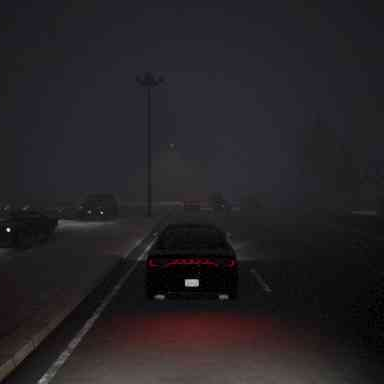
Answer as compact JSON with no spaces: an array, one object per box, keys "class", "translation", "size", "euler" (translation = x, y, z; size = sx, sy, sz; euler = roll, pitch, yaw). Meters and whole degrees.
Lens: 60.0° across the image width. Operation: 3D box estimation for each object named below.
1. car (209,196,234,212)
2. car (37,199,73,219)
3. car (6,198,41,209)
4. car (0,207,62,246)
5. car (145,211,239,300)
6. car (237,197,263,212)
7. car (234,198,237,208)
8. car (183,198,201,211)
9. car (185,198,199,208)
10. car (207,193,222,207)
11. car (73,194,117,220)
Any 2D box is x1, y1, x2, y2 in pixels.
[{"class":"car","translation":[3.484,1.564,39.467],"size":[1.994,1.385,4.181],"euler":[0,0,0]},{"class":"car","translation":[-11.522,1.526,29.487],"size":[1.812,1.442,4.674],"euler":[0,0,0]},{"class":"car","translation":[-15.025,1.353,30.431],"size":[2.097,1.767,4.553],"euler":[0,0,0]},{"class":"car","translation":[-8.069,1.601,15.504],"size":[1.895,1.301,4.718],"euler":[0,0,0]},{"class":"car","translation":[-0.004,1.478,8.439],"size":[1.882,1.535,5.008],"euler":[0,0,0]},{"class":"car","translation":[6.984,1.352,39.439],"size":[2.097,1.767,4.553],"euler":[0,0,0]},{"class":"car","translation":[6.979,1.547,49.473],"size":[2.033,1.411,5.357],"euler":[0,0,0]},{"class":"car","translation":[-0.016,1.492,39.049],"size":[2.128,1.511,4.902],"euler":[0,0,0]},{"class":"car","translation":[-0.021,1.601,49.500],"size":[1.895,1.301,4.718],"euler":[0,0,0]},{"class":"car","translation":[3.479,1.221,49.501],"size":[2.150,2.045,5.566],"euler":[0,0,0]},{"class":"car","translation":[-8.024,1.222,28.808],"size":[2.150,2.045,5.566],"euler":[0,0,0]}]
